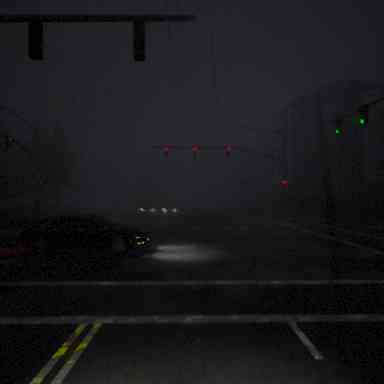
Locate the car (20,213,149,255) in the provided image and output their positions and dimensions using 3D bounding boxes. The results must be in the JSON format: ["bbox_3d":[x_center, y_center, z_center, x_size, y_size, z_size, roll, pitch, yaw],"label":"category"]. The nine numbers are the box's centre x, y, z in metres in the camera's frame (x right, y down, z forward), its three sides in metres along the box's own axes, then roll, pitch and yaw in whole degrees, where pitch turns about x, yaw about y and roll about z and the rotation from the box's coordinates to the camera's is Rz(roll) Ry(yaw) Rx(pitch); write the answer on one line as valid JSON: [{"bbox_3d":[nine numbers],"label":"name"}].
[{"bbox_3d":[-4.184,1.631,13.244,4.892,1.490,1.837,0,-1,0],"label":"car"}]

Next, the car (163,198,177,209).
[{"bbox_3d":[-3.553,1.806,53.944,2.097,1.767,4.553,0,0,0],"label":"car"}]

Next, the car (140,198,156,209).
[{"bbox_3d":[-7.053,1.806,53.951,2.097,1.767,4.553,0,0,0],"label":"car"}]
